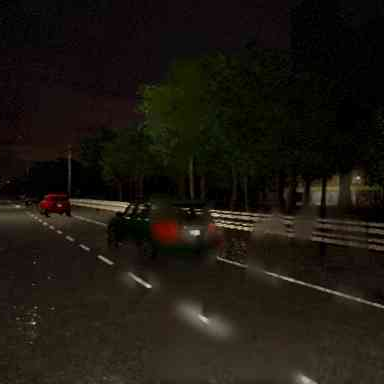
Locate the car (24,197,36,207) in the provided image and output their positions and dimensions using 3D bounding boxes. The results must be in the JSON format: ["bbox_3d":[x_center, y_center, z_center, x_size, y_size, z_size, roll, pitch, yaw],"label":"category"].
[{"bbox_3d":[-24.966,1.610,51.797,1.837,1.490,4.892,0,-1,-29],"label":"car"}]

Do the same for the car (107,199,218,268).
[{"bbox_3d":[-1.287,1.273,11.905,2.150,2.045,5.566,1,0,-31],"label":"car"}]

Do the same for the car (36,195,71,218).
[{"bbox_3d":[-12.986,1.277,31.514,2.150,2.045,5.566,1,0,-31],"label":"car"}]
